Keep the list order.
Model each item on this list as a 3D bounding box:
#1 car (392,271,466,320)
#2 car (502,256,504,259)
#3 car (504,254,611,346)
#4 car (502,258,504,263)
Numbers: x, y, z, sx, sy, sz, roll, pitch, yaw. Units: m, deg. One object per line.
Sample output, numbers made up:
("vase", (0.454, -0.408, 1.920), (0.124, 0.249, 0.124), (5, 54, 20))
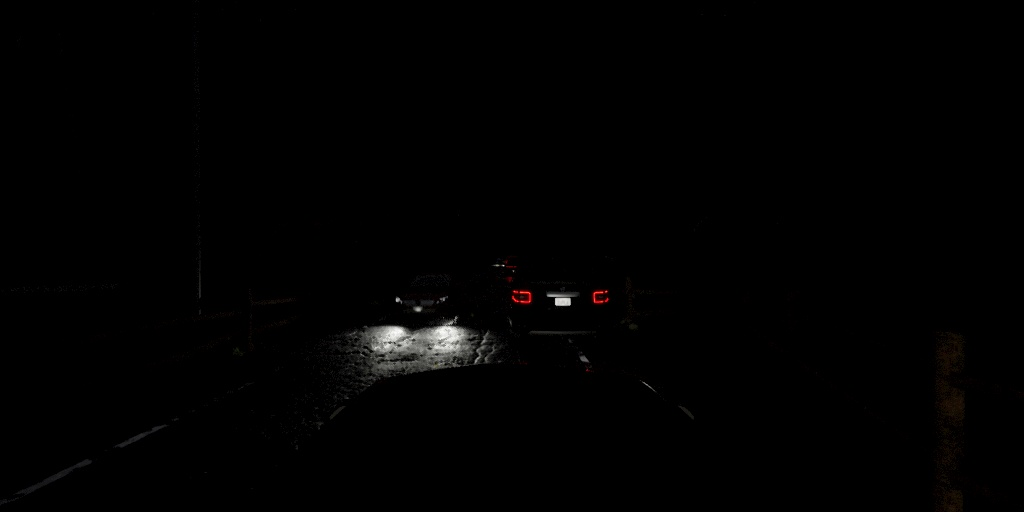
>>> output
("car", (-2.725, 1.273, 12.728), (1.812, 1.442, 4.674), (0, 0, 0))
("car", (0.101, 0.984, 48.891), (2.150, 2.045, 5.566), (0, 0, 0))
("car", (0.982, 0.972, 9.567), (2.150, 2.045, 5.566), (0, 0, 0))
("car", (0.154, 1.260, 38.766), (1.837, 1.490, 4.892), (0, 0, 0))
